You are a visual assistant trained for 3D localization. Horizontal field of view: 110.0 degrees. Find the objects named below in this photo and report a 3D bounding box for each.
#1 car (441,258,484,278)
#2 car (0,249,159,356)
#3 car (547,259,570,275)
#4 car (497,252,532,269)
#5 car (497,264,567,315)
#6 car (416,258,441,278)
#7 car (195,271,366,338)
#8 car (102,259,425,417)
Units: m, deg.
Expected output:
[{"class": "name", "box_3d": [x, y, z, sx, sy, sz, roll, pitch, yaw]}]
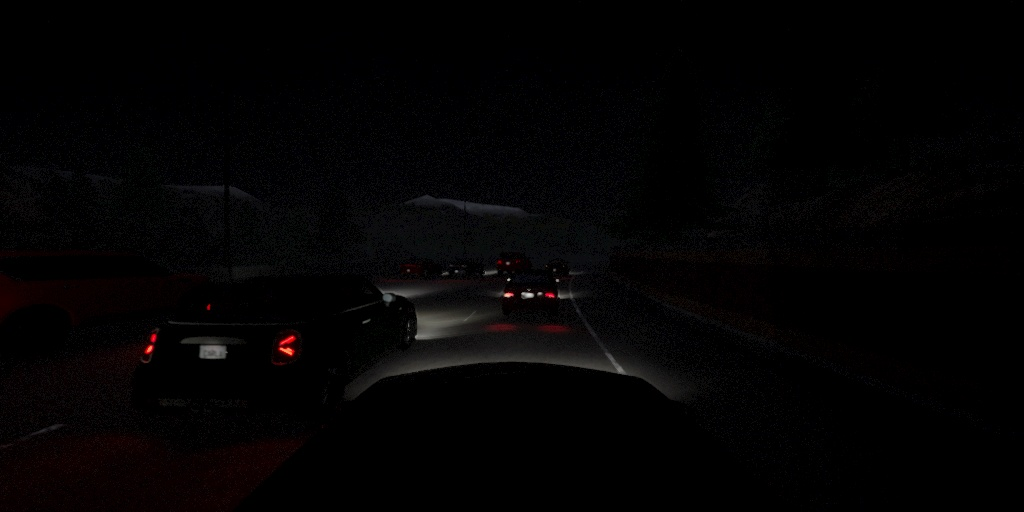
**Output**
[{"class": "car", "box_3d": [-3.687, 0.935, 29.537, 2.128, 1.511, 4.902, 0, 1, 12]}, {"class": "car", "box_3d": [-10.108, 0.872, 8.521, 2.150, 2.045, 5.566, 0, 1, 3]}, {"class": "car", "box_3d": [4.114, 0.962, 32.259, 1.812, 1.442, 4.674, 0, 1, 14]}, {"class": "car", "box_3d": [0.283, 0.657, 31.358, 2.150, 2.045, 5.566, 0, 1, 13]}, {"class": "car", "box_3d": [0.742, 1.179, 13.062, 2.033, 1.411, 5.357, 0, 1, 5]}, {"class": "car", "box_3d": [-7.300, 0.914, 29.375, 1.882, 1.535, 5.008, 0, 1, 11]}, {"class": "car", "box_3d": [-6.448, 1.236, 10.835, 1.895, 1.301, 4.718, 0, 1, 4]}, {"class": "car", "box_3d": [-3.195, 1.047, 6.049, 2.097, 1.767, 4.553, 0, 1, 2]}]
